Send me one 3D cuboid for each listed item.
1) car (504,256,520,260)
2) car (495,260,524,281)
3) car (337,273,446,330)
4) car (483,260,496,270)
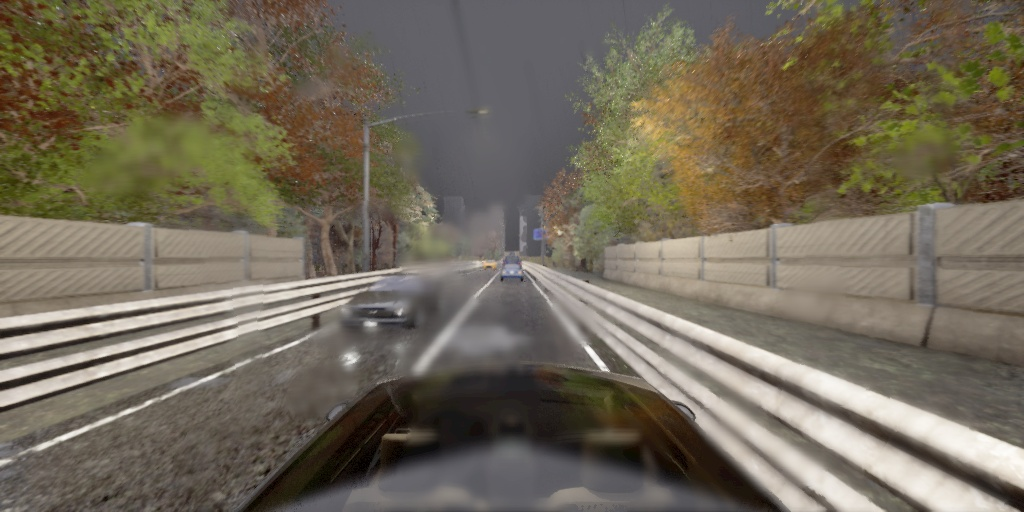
[{"bbox_3d":[0.026,0.980,42.098,2.150,2.045,5.566,0,0,1],"label":"car"},{"bbox_3d":[-0.004,1.236,28.572,2.033,1.411,5.357,0,0,0],"label":"car"},{"bbox_3d":[-3.350,1.249,11.230,2.033,1.411,5.357,0,0,0],"label":"car"},{"bbox_3d":[-3.300,1.353,54.215,1.882,1.535,5.008,0,-1,0],"label":"car"}]
